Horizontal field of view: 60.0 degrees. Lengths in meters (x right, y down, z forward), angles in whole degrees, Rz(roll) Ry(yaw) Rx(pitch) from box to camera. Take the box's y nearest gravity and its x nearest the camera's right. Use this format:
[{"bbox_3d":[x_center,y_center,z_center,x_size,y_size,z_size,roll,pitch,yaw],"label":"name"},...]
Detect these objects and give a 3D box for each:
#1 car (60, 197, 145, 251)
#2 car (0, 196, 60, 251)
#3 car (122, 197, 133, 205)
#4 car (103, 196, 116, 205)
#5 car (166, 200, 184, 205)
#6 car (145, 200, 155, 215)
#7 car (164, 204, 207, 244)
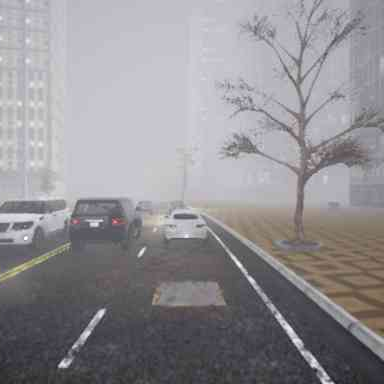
[{"bbox_3d":[-3.500,1.221,14.250,2.150,2.045,5.566,0,0,-2],"label":"car"},{"bbox_3d":[-6.960,1.224,14.386,2.150,2.045,5.566,0,0,-3],"label":"car"},{"bbox_3d":[-11.901,1.575,61.520,1.994,1.385,4.181,0,0,-10],"label":"car"},{"bbox_3d":[-15.141,1.560,61.213,2.033,1.411,5.357,0,0,-10],"label":"car"},{"bbox_3d":[-1.570,1.541,33.835,2.033,1.411,5.357,0,0,-5],"label":"car"},{"bbox_3d":[-4.880,1.545,34.300,2.033,1.411,5.357,0,0,-6],"label":"car"},{"bbox_3d":[-0.321,1.521,15.608,1.812,1.442,4.674,0,0,-2],"label":"car"}]
